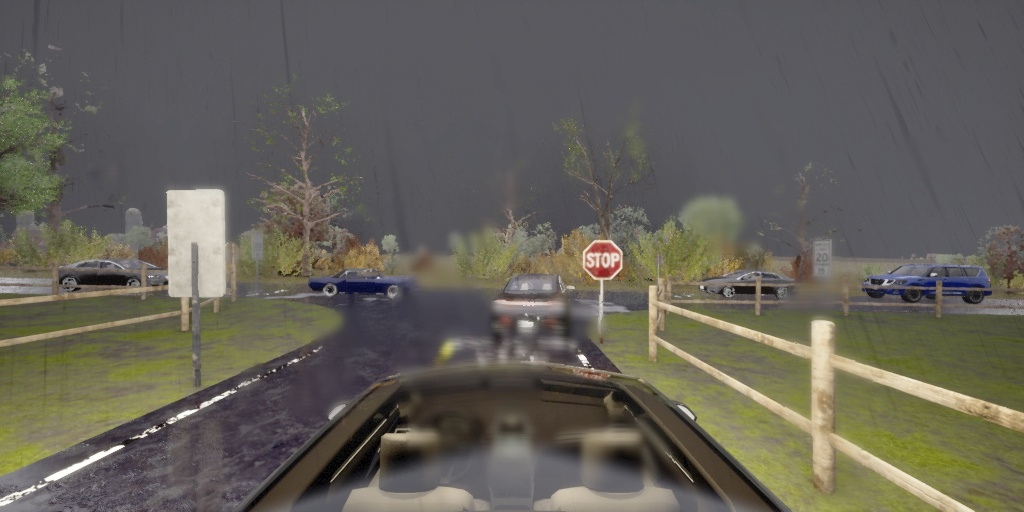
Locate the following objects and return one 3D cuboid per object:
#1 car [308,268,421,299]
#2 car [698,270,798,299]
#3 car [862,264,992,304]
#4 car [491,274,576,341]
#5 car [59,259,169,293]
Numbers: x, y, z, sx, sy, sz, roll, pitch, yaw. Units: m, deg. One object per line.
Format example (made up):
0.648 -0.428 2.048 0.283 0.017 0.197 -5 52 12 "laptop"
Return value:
-6.818 1.248 16.989 4.718 1.301 1.895 1 1 0 "car"
13.008 1.525 19.912 4.902 1.511 2.128 1 1 0 "car"
22.904 1.466 19.899 5.566 2.045 2.150 1 1 0 "car"
0.709 1.240 9.956 2.128 1.511 4.902 0 0 9 "car"
-18.486 0.885 17.008 4.902 1.511 2.128 1 1 0 "car"
